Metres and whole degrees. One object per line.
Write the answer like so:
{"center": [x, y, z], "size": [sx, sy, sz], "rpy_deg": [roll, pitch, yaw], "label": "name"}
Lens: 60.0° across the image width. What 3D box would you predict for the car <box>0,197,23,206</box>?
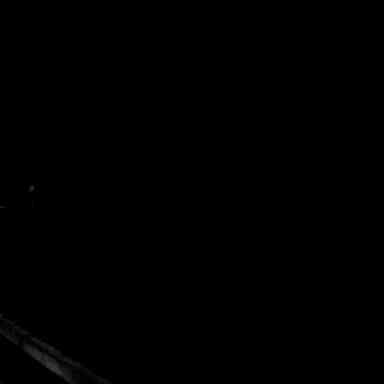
{"center": [-28.365, 1.500, 51.645], "size": [1.895, 1.301, 4.718], "rpy_deg": [-4, 2, 0], "label": "car"}
